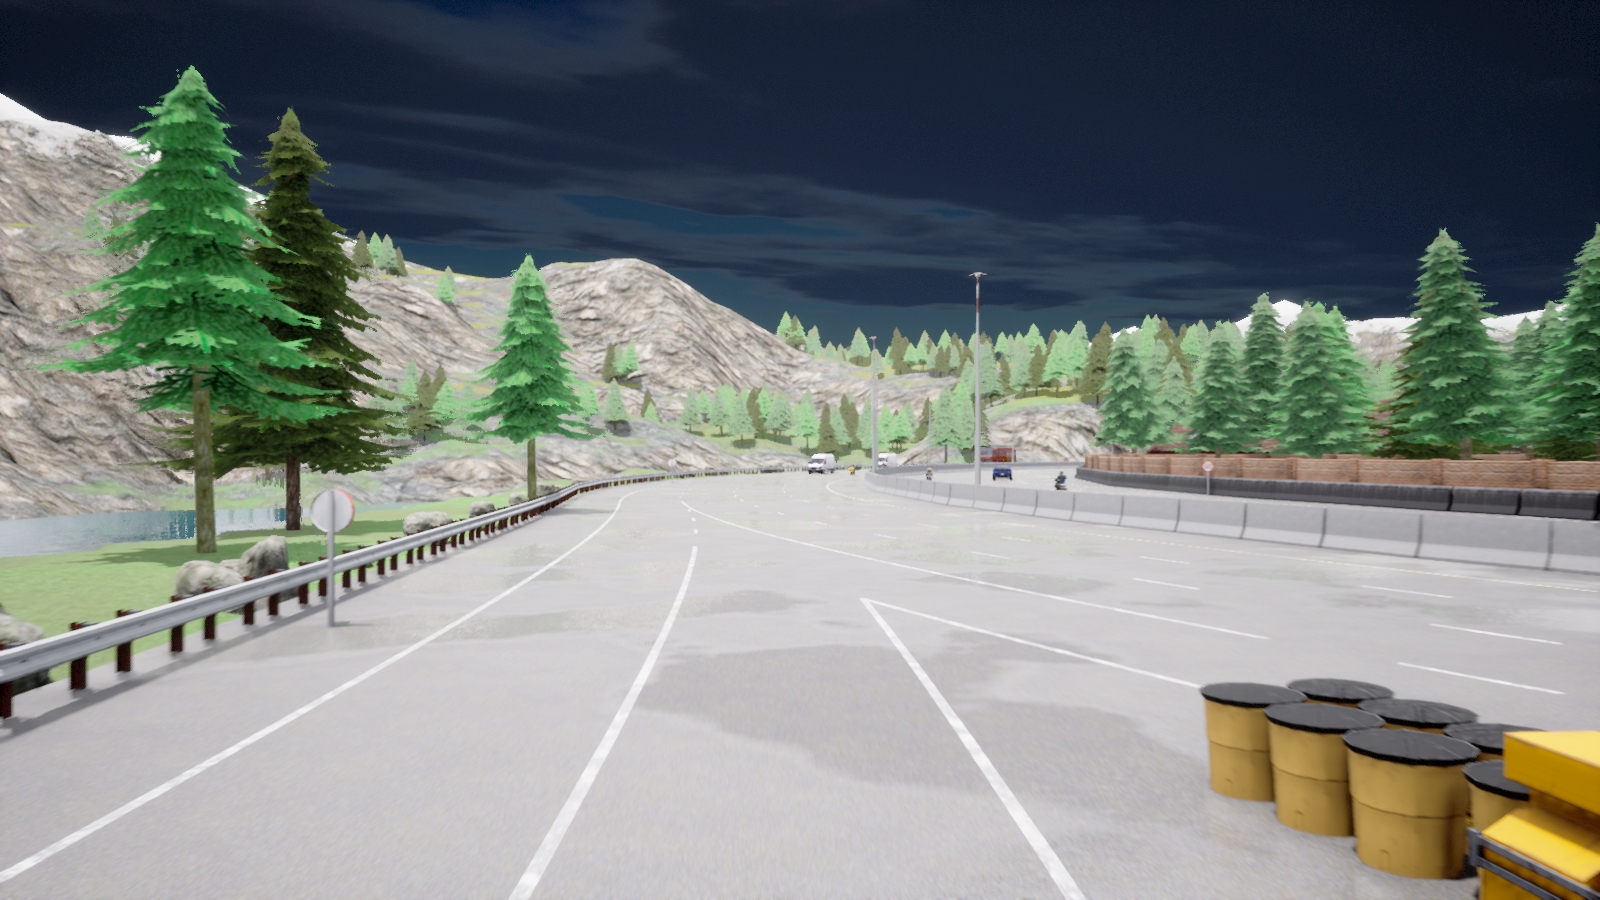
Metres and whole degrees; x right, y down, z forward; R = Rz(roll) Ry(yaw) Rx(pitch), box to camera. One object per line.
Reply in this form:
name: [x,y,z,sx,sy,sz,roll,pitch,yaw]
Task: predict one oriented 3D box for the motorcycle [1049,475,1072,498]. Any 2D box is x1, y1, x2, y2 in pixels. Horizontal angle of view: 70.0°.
motorcycle: [15.958,2.247,70.006,0.856,1.334,1.805,2,0,-3]
